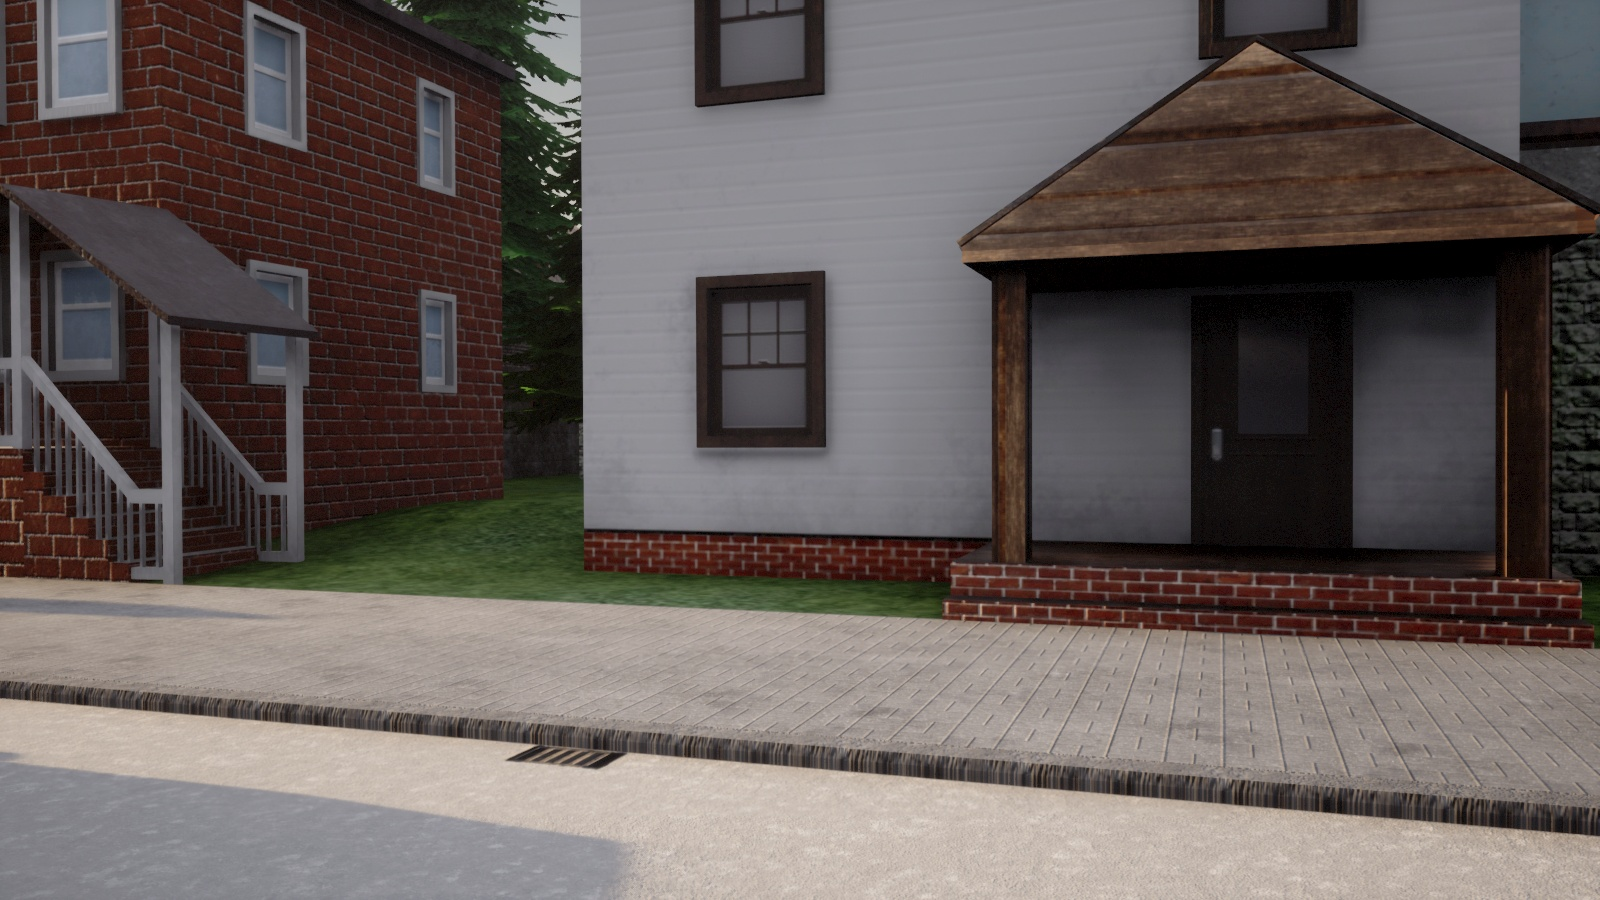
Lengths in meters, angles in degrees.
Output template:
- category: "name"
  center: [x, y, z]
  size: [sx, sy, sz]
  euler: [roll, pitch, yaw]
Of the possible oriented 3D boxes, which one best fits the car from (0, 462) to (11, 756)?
- category: "car"
  center: [-6.687, 0.754, 5.971]
  size: [5.357, 1.411, 2.033]
  euler: [1, 1, 19]
